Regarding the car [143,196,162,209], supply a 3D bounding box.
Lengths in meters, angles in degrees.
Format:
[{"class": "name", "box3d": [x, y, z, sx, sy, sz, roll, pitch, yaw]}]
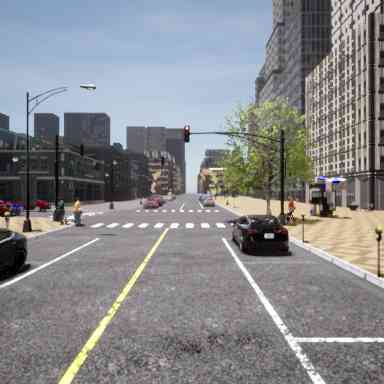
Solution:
[{"class": "car", "box3d": [-5.689, 1.585, 46.148, 1.802, 1.307, 4.206, 0, 0, 0]}]

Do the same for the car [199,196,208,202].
[{"class": "car", "box3d": [2.690, 1.573, 79.457, 1.947, 1.339, 4.313, 0, 0, 0]}]

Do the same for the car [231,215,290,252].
[{"class": "car", "box3d": [2.693, 1.567, 13.673, 1.947, 1.339, 4.313, 0, 0, 0]}]

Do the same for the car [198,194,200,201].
[{"class": "car", "box3d": [2.690, 1.556, 68.356, 2.008, 1.369, 4.403, 0, 0, 0]}]

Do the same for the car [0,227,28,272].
[{"class": "car", "box3d": [-5.687, 1.566, 8.133, 1.947, 1.339, 4.313, 0, 0, 0]}]

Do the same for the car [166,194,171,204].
[{"class": "car", "box3d": [-5.690, 1.556, 62.802, 2.008, 1.369, 4.403, 0, 0, 0]}]

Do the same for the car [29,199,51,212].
[{"class": "car", "box3d": [-17.271, 1.372, 35.151, 4.507, 1.381, 1.887, 1, -1, -1]}]

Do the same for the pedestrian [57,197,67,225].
[{"class": "pedestrian", "box3d": [-8.301, 1.142, 21.201, 0.375, 1.860, 0.375, 0, 0, 0]}]

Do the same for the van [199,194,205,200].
[{"class": "van", "box3d": [2.691, 1.350, 90.560, 1.690, 1.788, 3.998, 0, 0, 0]}]

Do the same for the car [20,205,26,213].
[{"class": "car", "box3d": [-17.374, 1.322, 29.347, 4.674, 1.442, 1.812, 1, 0, -2]}]

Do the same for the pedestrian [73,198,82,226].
[{"class": "pedestrian", "box3d": [-7.515, 1.295, 21.926, 0.375, 1.860, 0.375, 0, 0, 0]}]

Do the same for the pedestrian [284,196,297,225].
[{"class": "pedestrian", "box3d": [6.095, 1.143, 20.632, 0.375, 1.860, 0.375, 0, 0, 0]}]

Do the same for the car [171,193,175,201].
[{"class": "car", "box3d": [-5.690, 1.532, 79.285, 1.752, 1.417, 4.829, 0, 0, 0]}]

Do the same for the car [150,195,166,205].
[{"class": "car", "box3d": [-5.688, 1.319, 51.699, 2.192, 1.841, 5.009, 0, 0, 0]}]

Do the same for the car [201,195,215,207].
[{"class": "car", "box3d": [2.691, 1.529, 51.872, 1.752, 1.417, 4.829, 0, 0, 0]}]

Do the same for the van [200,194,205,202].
[{"class": "van", "box3d": [2.692, 1.345, 57.254, 1.690, 1.788, 3.998, 0, 0, 0]}]

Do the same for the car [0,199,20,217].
[{"class": "car", "box3d": [-17.149, 1.101, 26.776, 5.009, 1.841, 2.192, 1, -1, -1]}]
